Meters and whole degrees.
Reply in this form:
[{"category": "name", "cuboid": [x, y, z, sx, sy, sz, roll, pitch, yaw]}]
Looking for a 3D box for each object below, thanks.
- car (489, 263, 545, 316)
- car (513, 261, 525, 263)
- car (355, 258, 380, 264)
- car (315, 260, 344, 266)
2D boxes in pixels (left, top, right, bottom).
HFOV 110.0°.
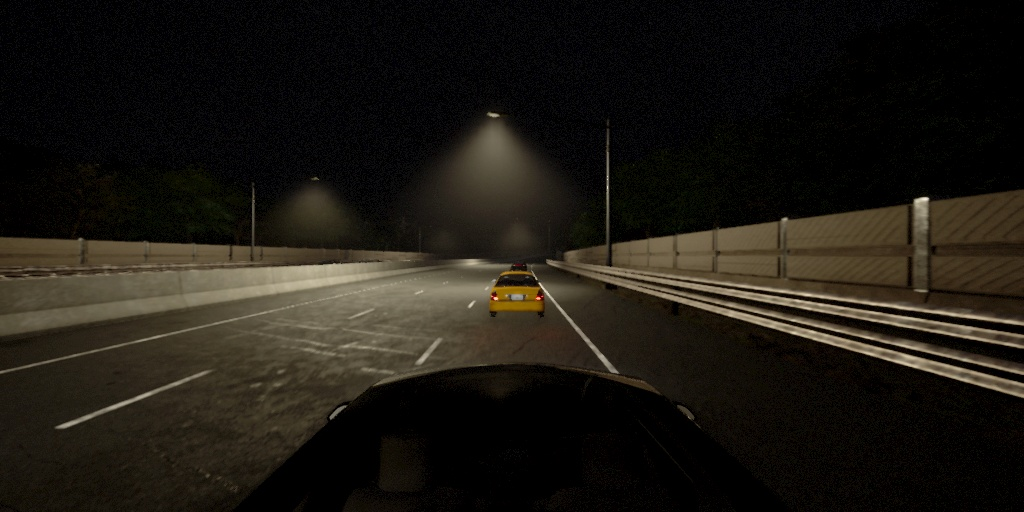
[{"category": "car", "cuboid": [0.179, 1.205, 13.246, 1.801, 1.575, 5.366, 0, 0, 1]}, {"category": "car", "cuboid": [0.884, 1.282, 43.175, 2.128, 1.511, 4.902, 0, 0, 2]}, {"category": "car", "cuboid": [-16.869, 1.113, 41.501, 2.097, 1.767, 4.553, 0, 0, 2]}, {"category": "car", "cuboid": [-23.672, 1.261, 46.630, 1.837, 1.490, 4.892, 0, 0, 3]}]
